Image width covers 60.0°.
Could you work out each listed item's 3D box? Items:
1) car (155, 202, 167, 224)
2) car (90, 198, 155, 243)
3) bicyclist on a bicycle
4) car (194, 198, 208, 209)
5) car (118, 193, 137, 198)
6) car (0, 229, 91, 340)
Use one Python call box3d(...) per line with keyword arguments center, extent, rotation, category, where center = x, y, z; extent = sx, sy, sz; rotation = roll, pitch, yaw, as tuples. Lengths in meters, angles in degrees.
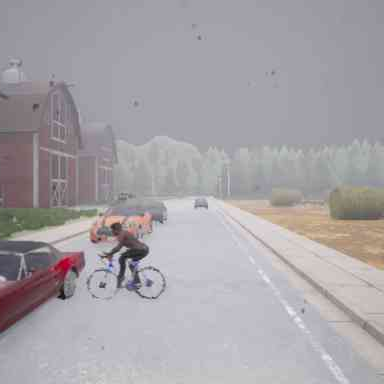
box3d(center=(-2.916, 1.505, 24.937), extent=(1.837, 1.490, 4.892), rotation=(0, 0, 1), category="car")
box3d(center=(-3.236, 1.352, 15.865), extent=(2.097, 1.767, 4.553), rotation=(0, 0, 2), category="car")
box3d(center=(-1.382, 1.453, 6.893), extent=(1.656, 1.620, 0.582), rotation=(-2, 0, 1), category="bicyclist on a bicycle")
box3d(center=(1.211, 1.539, 44.495), extent=(2.033, 1.411, 5.357), rotation=(0, 0, 0), category="car")
box3d(center=(-6.789, 1.144, 36.468), extent=(1.905, 1.878, 3.866), rotation=(8, -3, -41), category="car")
box3d(center=(-3.501, 1.601, 5.685), extent=(1.895, 1.301, 4.718), rotation=(0, 0, 1), category="car")
